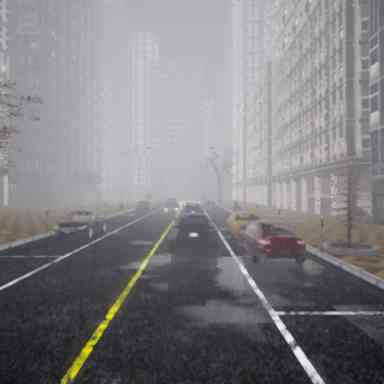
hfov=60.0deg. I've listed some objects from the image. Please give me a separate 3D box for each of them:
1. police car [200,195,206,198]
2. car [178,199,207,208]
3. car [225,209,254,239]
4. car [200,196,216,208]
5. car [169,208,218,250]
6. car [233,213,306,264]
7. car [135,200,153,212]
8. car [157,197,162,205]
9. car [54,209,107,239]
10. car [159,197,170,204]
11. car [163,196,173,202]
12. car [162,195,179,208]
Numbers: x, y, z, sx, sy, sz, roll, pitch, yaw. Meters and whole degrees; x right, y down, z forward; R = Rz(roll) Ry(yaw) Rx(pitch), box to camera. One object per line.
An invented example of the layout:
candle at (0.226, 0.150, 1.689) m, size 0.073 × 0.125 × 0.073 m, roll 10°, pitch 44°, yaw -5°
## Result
police car at (3.029, 1.627, 86.789) m, size 1.930 × 1.638 × 5.238 m, roll 0°, pitch 0°, yaw 0°
car at (0.083, 1.640, 29.710) m, size 1.994 × 1.385 × 4.181 m, roll 0°, pitch 0°, yaw 0°
car at (2.703, 1.572, 17.537) m, size 1.752 × 1.417 × 4.829 m, roll 1°, pitch 0°, yaw 0°
car at (2.715, 1.677, 51.216) m, size 2.008 × 1.369 × 4.403 m, roll 1°, pitch 0°, yaw 0°
car at (0.076, 1.603, 14.603) m, size 1.994 × 1.385 × 4.181 m, roll 0°, pitch 0°, yaw 0°
car at (2.701, 1.614, 11.726) m, size 1.802 × 1.307 × 4.206 m, roll 1°, pitch 0°, yaw 0°
car at (-5.669, 1.645, 39.922) m, size 1.887 × 1.381 × 4.507 m, roll 1°, pitch 0°, yaw 0°
car at (-5.661, 1.676, 62.324) m, size 1.752 × 1.417 × 4.829 m, roll 1°, pitch 0°, yaw 0°
car at (-5.678, 1.597, 17.352) m, size 2.008 × 1.369 × 4.403 m, roll 1°, pitch 0°, yaw 0°
car at (-5.659, 1.708, 68.137) m, size 1.887 × 1.381 × 4.507 m, roll 1°, pitch 0°, yaw 0°
car at (-5.656, 1.752, 79.422) m, size 1.947 × 1.339 × 4.313 m, roll 1°, pitch 0°, yaw 0°
car at (-3.065, 1.602, 50.817) m, size 1.882 × 1.535 × 5.008 m, roll 0°, pitch 0°, yaw 0°
